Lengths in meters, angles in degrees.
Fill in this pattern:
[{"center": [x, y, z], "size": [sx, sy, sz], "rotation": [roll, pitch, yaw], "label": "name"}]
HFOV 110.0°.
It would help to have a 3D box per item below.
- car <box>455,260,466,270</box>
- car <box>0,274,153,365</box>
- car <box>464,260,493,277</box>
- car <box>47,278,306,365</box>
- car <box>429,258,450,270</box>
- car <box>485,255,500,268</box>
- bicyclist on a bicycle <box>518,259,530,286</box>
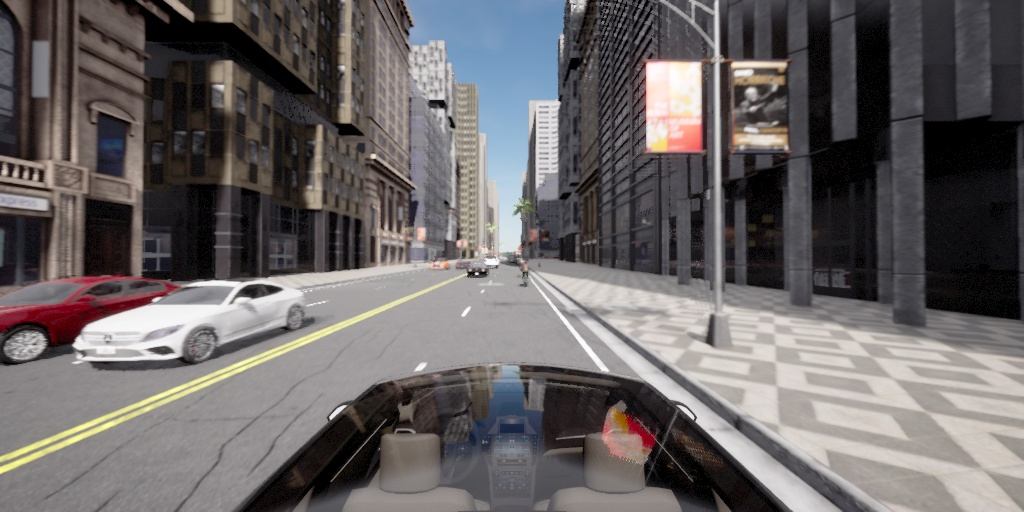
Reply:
[{"center": [-6.594, 1.223, 49.372], "size": [1.994, 1.385, 4.181], "rotation": [0, 0, 0], "label": "car"}, {"center": [-9.854, 1.220, 8.200], "size": [1.882, 1.535, 5.008], "rotation": [0, 0, 0], "label": "car"}, {"center": [-3.165, 1.303, 34.554], "size": [1.895, 1.301, 4.718], "rotation": [0, 0, 0], "label": "car"}, {"center": [-6.604, 1.268, 8.159], "size": [1.812, 1.442, 4.674], "rotation": [0, 0, 0], "label": "car"}, {"center": [-9.844, 1.014, 49.017], "size": [2.097, 1.767, 4.553], "rotation": [0, 0, 0], "label": "car"}, {"center": [-3.174, 0.852, 56.609], "size": [2.150, 2.045, 5.566], "rotation": [0, 0, 0], "label": "car"}, {"center": [0.885, 1.174, 22.958], "size": [0.582, 1.620, 1.656], "rotation": [0, 0, 0], "label": "bicyclist on a bicycle"}]
